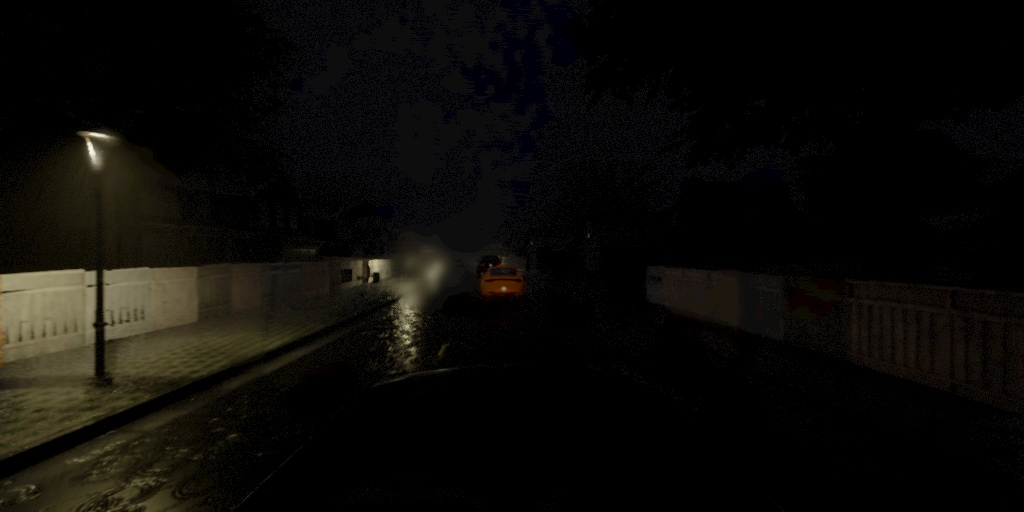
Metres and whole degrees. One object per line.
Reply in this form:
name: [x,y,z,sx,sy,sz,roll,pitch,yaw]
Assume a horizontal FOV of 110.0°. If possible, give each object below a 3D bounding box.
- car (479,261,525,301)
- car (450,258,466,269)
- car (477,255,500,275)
car: [-0.481,1.213,17.474,1.882,1.535,5.008,0,0,-3]
car: [-7.979,1.090,52.952,1.837,1.490,4.892,0,0,-11]
car: [-2.336,0.940,36.250,2.150,2.045,5.566,0,0,-8]
